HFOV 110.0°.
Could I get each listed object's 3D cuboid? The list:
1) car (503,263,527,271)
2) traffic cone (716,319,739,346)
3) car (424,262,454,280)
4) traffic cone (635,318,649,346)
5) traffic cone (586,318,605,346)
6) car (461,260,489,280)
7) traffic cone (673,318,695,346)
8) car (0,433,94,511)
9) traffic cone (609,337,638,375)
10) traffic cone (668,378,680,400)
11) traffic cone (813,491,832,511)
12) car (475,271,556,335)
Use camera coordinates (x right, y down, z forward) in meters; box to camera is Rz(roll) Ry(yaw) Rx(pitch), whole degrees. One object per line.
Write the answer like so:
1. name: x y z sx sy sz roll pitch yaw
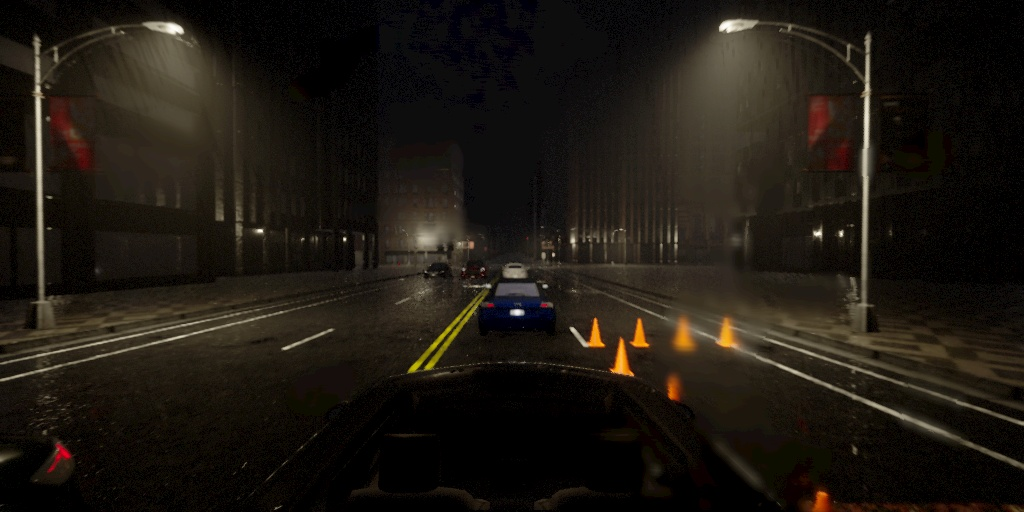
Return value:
1. car: 0.235 1.299 28.219 1.812 1.442 4.674 0 0 0
2. traffic cone: 4.890 1.716 8.122 0.340 0.580 0.340 0 0 0
3. car: -6.446 1.290 31.775 1.812 1.442 4.674 0 0 0
4. traffic cone: 2.890 1.711 8.133 0.340 0.580 0.340 0 0 0
5. traffic cone: 1.890 1.709 8.139 0.340 0.580 0.340 0 0 0
6. car: -3.195 1.123 31.575 2.097 1.767 4.553 0 0 0
7. traffic cone: 3.890 1.714 8.128 0.340 0.580 0.340 0 0 0
8. car: -3.371 1.307 0.244 1.994 1.385 4.181 0 0 0
9. traffic cone: 1.879 1.709 6.139 0.340 0.580 0.340 0 0 0
10. traffic cone: 1.868 1.709 4.139 0.340 0.580 0.340 0 0 0
11. traffic cone: 1.857 1.710 2.139 0.340 0.580 0.340 0 0 0
12. car: 0.137 1.314 10.516 1.994 1.385 4.181 0 0 0
